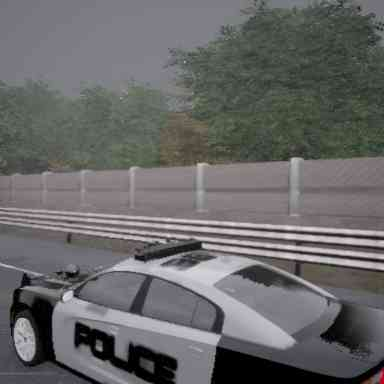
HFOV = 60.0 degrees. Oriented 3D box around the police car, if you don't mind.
[{"bbox_3d":[-0.394,1.427,4.147,5.238,1.638,1.930,0,0,36],"label":"police car"}]
